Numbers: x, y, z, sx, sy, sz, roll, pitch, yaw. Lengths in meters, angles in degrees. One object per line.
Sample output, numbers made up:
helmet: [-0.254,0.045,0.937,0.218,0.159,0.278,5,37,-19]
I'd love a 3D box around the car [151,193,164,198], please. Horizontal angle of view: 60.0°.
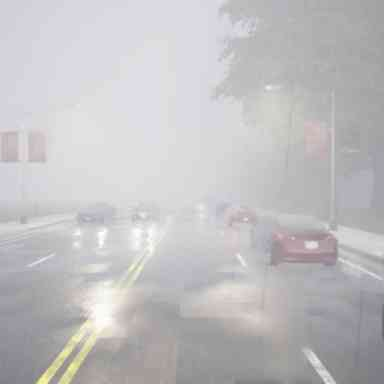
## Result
car: [-6.557,1.252,63.852,2.150,2.045,5.566,0,0,0]

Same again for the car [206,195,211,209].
car: [3.222,1.418,44.539,1.801,1.575,5.366,0,0,0]

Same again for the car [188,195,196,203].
car: [-0.047,1.611,75.287,2.128,1.511,4.902,0,0,0]

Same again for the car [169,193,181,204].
car: [-3.299,1.254,65.637,2.150,2.045,5.566,0,0,0]

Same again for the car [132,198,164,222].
car: [-3.362,1.441,25.423,2.128,1.511,4.902,0,0,0]

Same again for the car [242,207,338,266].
car: [3.243,1.472,11.371,2.163,1.488,4.792,0,0,0]

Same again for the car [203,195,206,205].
car: [3.215,1.491,55.383,2.163,1.488,4.792,0,0,0]

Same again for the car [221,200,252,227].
car: [3.236,1.478,22.344,1.812,1.442,4.674,0,0,0]

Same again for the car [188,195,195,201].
car: [-0.058,1.567,92.195,1.882,1.535,5.008,0,-1,0]

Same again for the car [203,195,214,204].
car: [3.208,1.471,66.358,2.033,1.649,4.856,0,0,0]

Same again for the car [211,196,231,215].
car: [3.229,1.429,33.346,1.882,1.535,5.008,0,0,0]

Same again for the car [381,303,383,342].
car: [3.346,1.212,1.630,2.150,2.045,5.566,0,0,0]

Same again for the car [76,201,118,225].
car: [-6.613,1.428,23.650,1.882,1.535,5.008,0,0,0]
